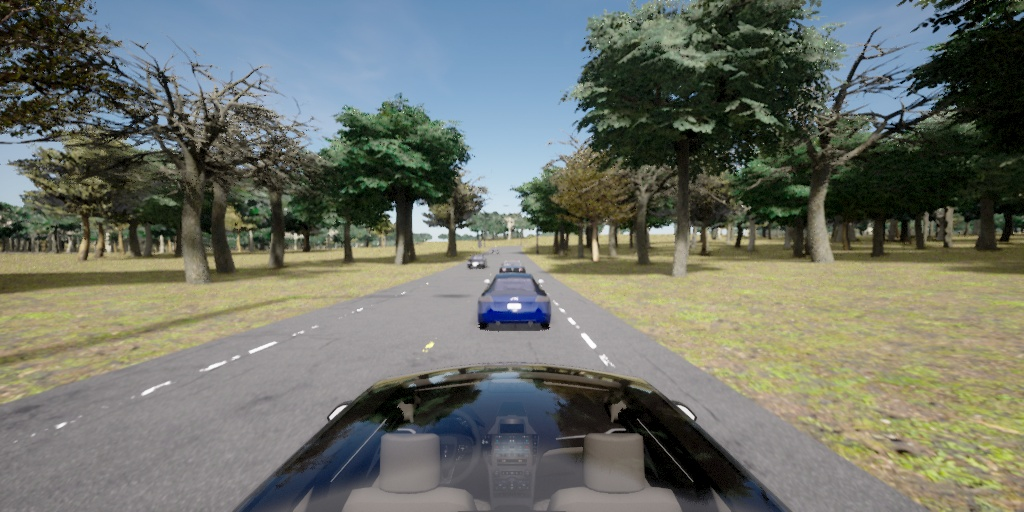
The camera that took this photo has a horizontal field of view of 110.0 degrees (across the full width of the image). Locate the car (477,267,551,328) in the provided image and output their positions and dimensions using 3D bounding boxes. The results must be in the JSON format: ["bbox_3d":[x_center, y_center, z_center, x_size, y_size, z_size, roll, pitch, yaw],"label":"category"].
[{"bbox_3d":[0.061,1.201,10.978,1.994,1.385,4.181,0,1,0],"label":"car"}]

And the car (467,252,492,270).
[{"bbox_3d":[-3.681,0.596,38.473,2.128,1.511,4.902,0,2,0],"label":"car"}]

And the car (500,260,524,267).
[{"bbox_3d":[0.029,0.976,28.177,1.895,1.301,4.718,0,1,0],"label":"car"}]
